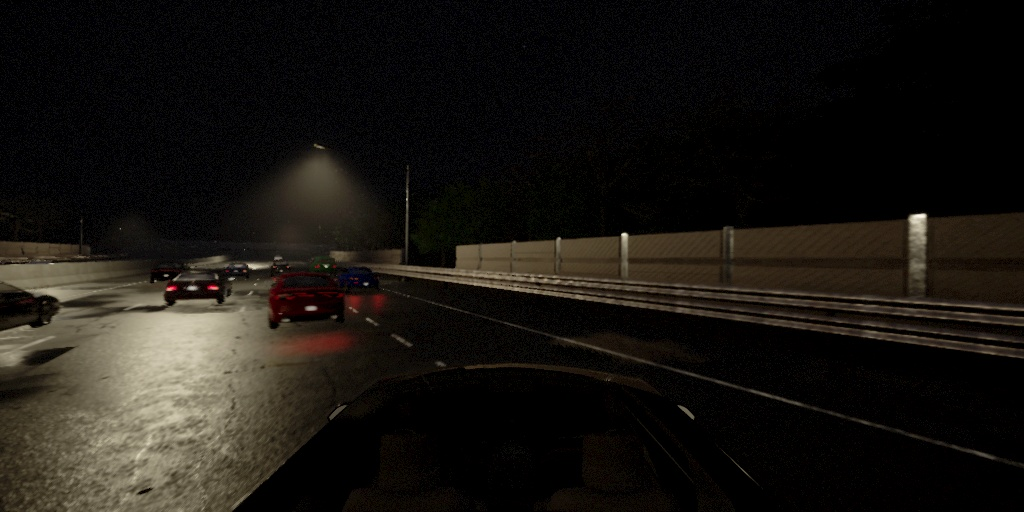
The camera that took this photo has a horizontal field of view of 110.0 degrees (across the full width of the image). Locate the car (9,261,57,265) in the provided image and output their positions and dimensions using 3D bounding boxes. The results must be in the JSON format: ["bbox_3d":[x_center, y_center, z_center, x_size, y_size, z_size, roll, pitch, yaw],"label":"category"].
[{"bbox_3d":[-41.380,1.147,31.720,1.994,1.385,4.181,1,-1,-33],"label":"car"}]

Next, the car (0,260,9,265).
[{"bbox_3d":[-44.520,1.014,30.124,2.128,1.511,4.902,1,-1,-33],"label":"car"}]

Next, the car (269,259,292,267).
[{"bbox_3d":[-25.257,1.369,39.218,2.128,1.511,4.902,1,-1,-34],"label":"car"}]

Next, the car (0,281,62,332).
[{"bbox_3d":[-12.608,1.219,8.002,2.033,1.411,5.357,1,-1,-34],"label":"car"}]

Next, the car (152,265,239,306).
[{"bbox_3d":[-13.728,1.300,15.918,2.033,1.411,5.357,1,-1,-34],"label":"car"}]

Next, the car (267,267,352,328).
[{"bbox_3d":[-6.795,1.267,11.724,1.882,1.535,5.008,1,-1,-34],"label":"car"}]

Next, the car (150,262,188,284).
[{"bbox_3d":[-25.301,1.211,26.869,1.882,1.535,5.008,1,-1,-34],"label":"car"}]

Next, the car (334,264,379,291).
[{"bbox_3d":[-9.574,1.406,22.297,1.812,1.442,4.674,1,-1,-34],"label":"car"}]

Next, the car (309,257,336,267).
[{"bbox_3d":[-19.647,1.148,37.306,2.150,2.045,5.566,1,-1,-33],"label":"car"}]

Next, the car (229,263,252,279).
[{"bbox_3d":[-25.284,1.354,33.130,2.033,1.411,5.357,1,-1,-34],"label":"car"}]
